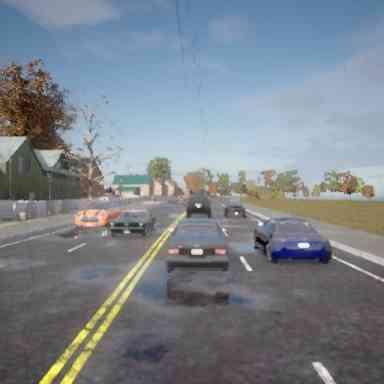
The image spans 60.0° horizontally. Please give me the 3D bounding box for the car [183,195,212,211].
[{"bbox_3d":[0.660,1.325,30.558,2.150,2.045,5.566,0,0,2],"label":"car"}]

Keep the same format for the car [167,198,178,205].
[{"bbox_3d":[-3.908,1.823,67.731,2.033,1.411,5.357,0,0,4],"label":"car"}]

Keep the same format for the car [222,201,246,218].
[{"bbox_3d":[3.948,1.610,31.472,1.837,1.490,4.892,0,0,2],"label":"car"}]

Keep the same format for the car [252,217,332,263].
[{"bbox_3d":[3.448,1.602,12.167,1.994,1.385,4.181,0,0,1],"label":"car"}]

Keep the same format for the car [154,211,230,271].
[{"bbox_3d":[0.176,1.582,11.004,2.033,1.411,5.357,0,0,1],"label":"car"}]

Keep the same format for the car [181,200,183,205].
[{"bbox_3d":[-0.952,1.799,63.710,1.837,1.490,4.892,0,0,4],"label":"car"}]

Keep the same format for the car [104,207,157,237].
[{"bbox_3d":[-3.145,1.660,18.406,1.895,1.301,4.718,0,0,1],"label":"car"}]

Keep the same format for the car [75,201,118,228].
[{"bbox_3d":[-6.276,1.427,22.725,2.097,1.767,4.553,0,0,2],"label":"car"}]
